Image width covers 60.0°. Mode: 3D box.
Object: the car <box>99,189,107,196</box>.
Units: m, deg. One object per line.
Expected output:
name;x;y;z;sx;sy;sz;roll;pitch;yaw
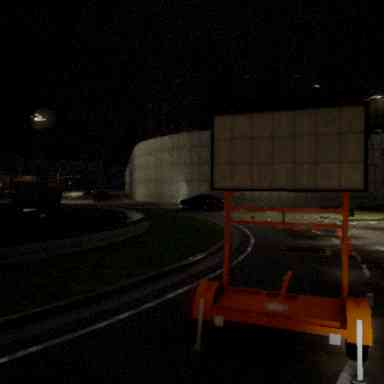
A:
car;-22.156;0.098;82.923;1.882;1.535;5.008;0;1;-12

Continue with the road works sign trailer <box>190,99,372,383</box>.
road works sign trailer;1.522;0.388;5.481;2.380;3.560;2.880;1;1;21

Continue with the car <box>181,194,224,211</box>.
car;0.988;0.984;33.491;1.882;1.535;5.008;0;1;-44

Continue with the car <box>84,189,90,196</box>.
car;-25.407;0.162;81.383;2.033;1.411;5.357;0;1;-12

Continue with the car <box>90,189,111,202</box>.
car;-13.300;0.661;48.932;1.882;1.535;5.008;0;1;-25
